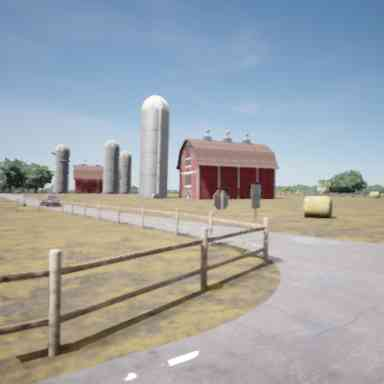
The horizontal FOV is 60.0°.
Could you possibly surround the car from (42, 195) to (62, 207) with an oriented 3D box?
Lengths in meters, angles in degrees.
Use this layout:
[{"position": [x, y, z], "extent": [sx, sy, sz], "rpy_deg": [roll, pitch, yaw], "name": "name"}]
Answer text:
[{"position": [-20.461, 1.227, 48.658], "extent": [2.097, 1.767, 4.553], "rpy_deg": [3, -1, -35], "name": "car"}]
